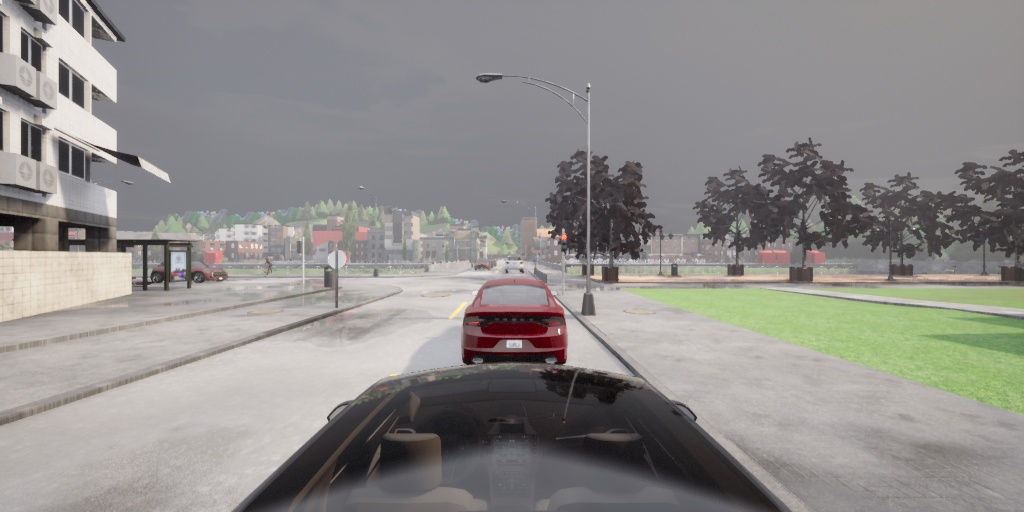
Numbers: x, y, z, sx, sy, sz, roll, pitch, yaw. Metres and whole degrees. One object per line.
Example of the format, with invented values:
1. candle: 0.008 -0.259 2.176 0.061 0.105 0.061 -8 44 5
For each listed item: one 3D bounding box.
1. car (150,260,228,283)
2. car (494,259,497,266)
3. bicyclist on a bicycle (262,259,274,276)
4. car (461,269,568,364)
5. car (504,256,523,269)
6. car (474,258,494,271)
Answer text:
1. car: -24.076 1.102 26.899 4.553 1.767 2.097 0 0 0
2. car: -4.040 1.241 59.536 2.128 1.511 4.902 0 0 0
3. bicyclist on a bicycle: -24.002 1.099 35.296 0.582 1.620 1.656 0 0 0
4. car: 0.057 1.228 8.091 1.882 1.535 5.008 0 0 0
5. car: 0.223 0.971 44.720 2.150 2.045 5.566 0 0 -1
6. car: -4.061 1.102 50.292 2.097 1.767 4.553 0 0 0
